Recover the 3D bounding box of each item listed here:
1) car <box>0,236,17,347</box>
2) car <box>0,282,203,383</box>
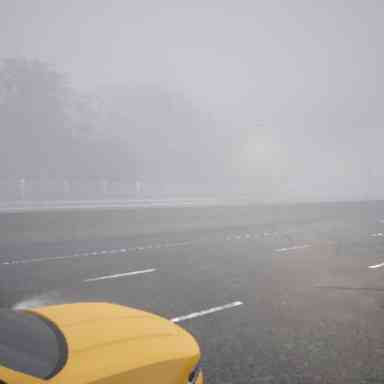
[{"bbox_3d":[-4.896,1.568,4.549,4.181,1.385,1.994,0,0,-36],"label":"car"},{"bbox_3d":[-2.177,1.479,2.188,5.008,1.535,1.882,0,0,-36],"label":"car"}]
